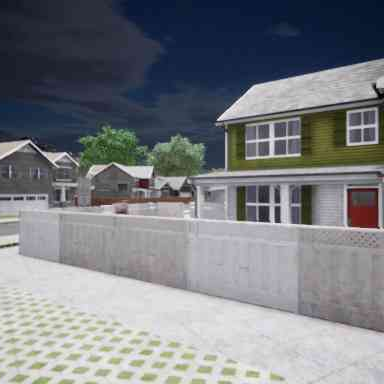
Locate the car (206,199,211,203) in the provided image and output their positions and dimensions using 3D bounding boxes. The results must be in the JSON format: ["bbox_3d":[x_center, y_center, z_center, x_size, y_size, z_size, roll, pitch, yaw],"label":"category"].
[{"bbox_3d":[3.940,1.690,56.999,2.128,1.511,4.902,0,0,23],"label":"car"}]

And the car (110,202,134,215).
[{"bbox_3d":[-6.163,1.604,30.702,1.812,1.442,4.674,0,0,19],"label":"car"}]
